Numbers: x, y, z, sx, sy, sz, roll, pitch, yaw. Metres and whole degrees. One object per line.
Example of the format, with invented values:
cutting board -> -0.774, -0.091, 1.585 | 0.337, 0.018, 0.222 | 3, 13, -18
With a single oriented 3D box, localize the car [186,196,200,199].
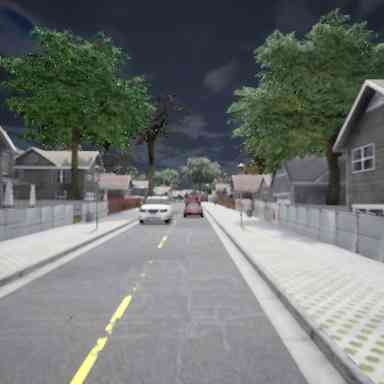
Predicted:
car -> 0.144, 1.501, 45.424 | 2.150, 2.045, 5.566 | 0, 0, 0

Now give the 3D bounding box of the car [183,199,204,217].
car -> 0.137, 1.745, 33.413 | 1.994, 1.385, 4.181 | 0, 0, 0

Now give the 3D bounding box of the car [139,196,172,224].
car -> -2.735, 1.357, 26.202 | 2.150, 2.045, 5.566 | 0, -1, 0
